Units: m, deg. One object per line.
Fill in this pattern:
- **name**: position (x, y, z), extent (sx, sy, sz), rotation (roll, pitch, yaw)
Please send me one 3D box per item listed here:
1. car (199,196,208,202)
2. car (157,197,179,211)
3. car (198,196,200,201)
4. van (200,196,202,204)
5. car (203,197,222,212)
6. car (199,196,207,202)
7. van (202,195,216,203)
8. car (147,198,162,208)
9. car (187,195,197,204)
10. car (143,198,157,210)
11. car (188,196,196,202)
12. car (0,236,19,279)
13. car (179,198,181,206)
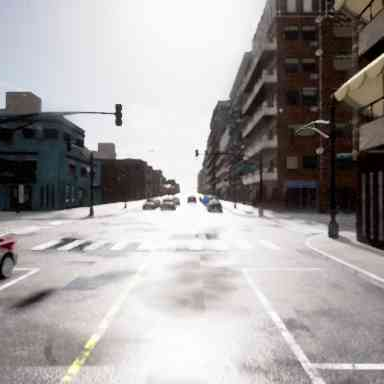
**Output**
- **car**: position (2.693, 1.712, 78.992), extent (1.947, 1.339, 4.313), rotation (1, 0, 0)
- **car**: position (-3.086, 1.574, 43.490), extent (1.882, 1.535, 5.008), rotation (0, 0, 0)
- **car**: position (2.694, 1.660, 68.000), extent (1.752, 1.417, 4.829), rotation (1, 0, 0)
- **van**: position (2.698, 1.460, 56.670), extent (1.690, 1.788, 3.998), rotation (1, 0, 0)
- **car**: position (2.697, 1.641, 39.927), extent (2.008, 1.369, 4.403), rotation (1, 0, 0)
- **car**: position (2.692, 1.717, 84.573), extent (1.947, 1.339, 4.313), rotation (1, 0, 0)
- **van**: position (2.699, 1.441, 45.507), extent (1.690, 1.788, 3.998), rotation (1, 0, 0)
- **car**: position (-5.685, 1.655, 51.051), extent (1.887, 1.381, 4.507), rotation (1, 0, 0)
- **car**: position (-0.008, 1.484, 69.798), extent (2.097, 1.767, 4.553), rotation (0, 0, 0)
- **car**: position (-5.685, 1.682, 45.470), extent (1.802, 1.307, 4.206), rotation (1, 0, 0)
- **car**: position (-0.011, 1.575, 79.866), extent (1.895, 1.301, 4.718), rotation (0, 0, 0)
- **car**: position (-5.647, 1.566, 7.406), extent (1.887, 1.381, 4.507), rotation (1, 0, 0)
- **car**: position (-3.039, 1.601, 59.323), extent (1.882, 1.535, 5.008), rotation (0, 0, 1)
